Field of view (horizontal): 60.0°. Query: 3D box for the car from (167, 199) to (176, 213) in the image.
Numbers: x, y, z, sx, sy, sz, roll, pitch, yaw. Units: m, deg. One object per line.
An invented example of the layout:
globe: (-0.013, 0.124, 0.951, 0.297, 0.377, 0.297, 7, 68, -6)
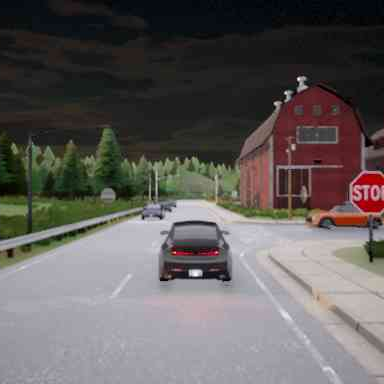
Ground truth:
car: (-3.589, 1.970, 44.100, 2.033, 1.411, 5.357, 0, -1, 0)

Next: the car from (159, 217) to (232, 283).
car: (0.089, 1.602, 9.958, 1.837, 1.490, 4.892, 0, 0, 0)

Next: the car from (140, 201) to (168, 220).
car: (-3.591, 1.828, 31.509, 1.812, 1.442, 4.674, 0, -1, 0)

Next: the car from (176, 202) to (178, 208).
car: (-3.568, 2.054, 57.390, 1.837, 1.490, 4.892, 0, 0, 0)

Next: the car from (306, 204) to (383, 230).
car: (10.036, 1.566, 22.226, 4.553, 1.767, 2.097, 0, -1, 1)
